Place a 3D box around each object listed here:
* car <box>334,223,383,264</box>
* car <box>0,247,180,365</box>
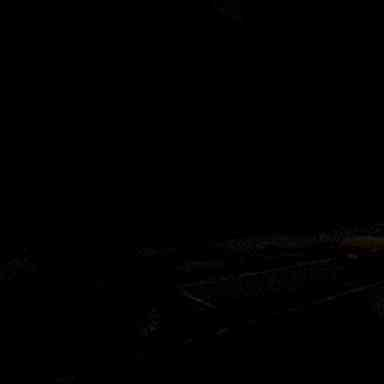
[{"bbox_3d":[6.761,1.638,11.360,4.829,1.417,1.752,1,-1,-35],"label":"car"},{"bbox_3d":[-2.198,1.575,4.975,4.313,1.339,1.947,1,-1,-35],"label":"car"}]
